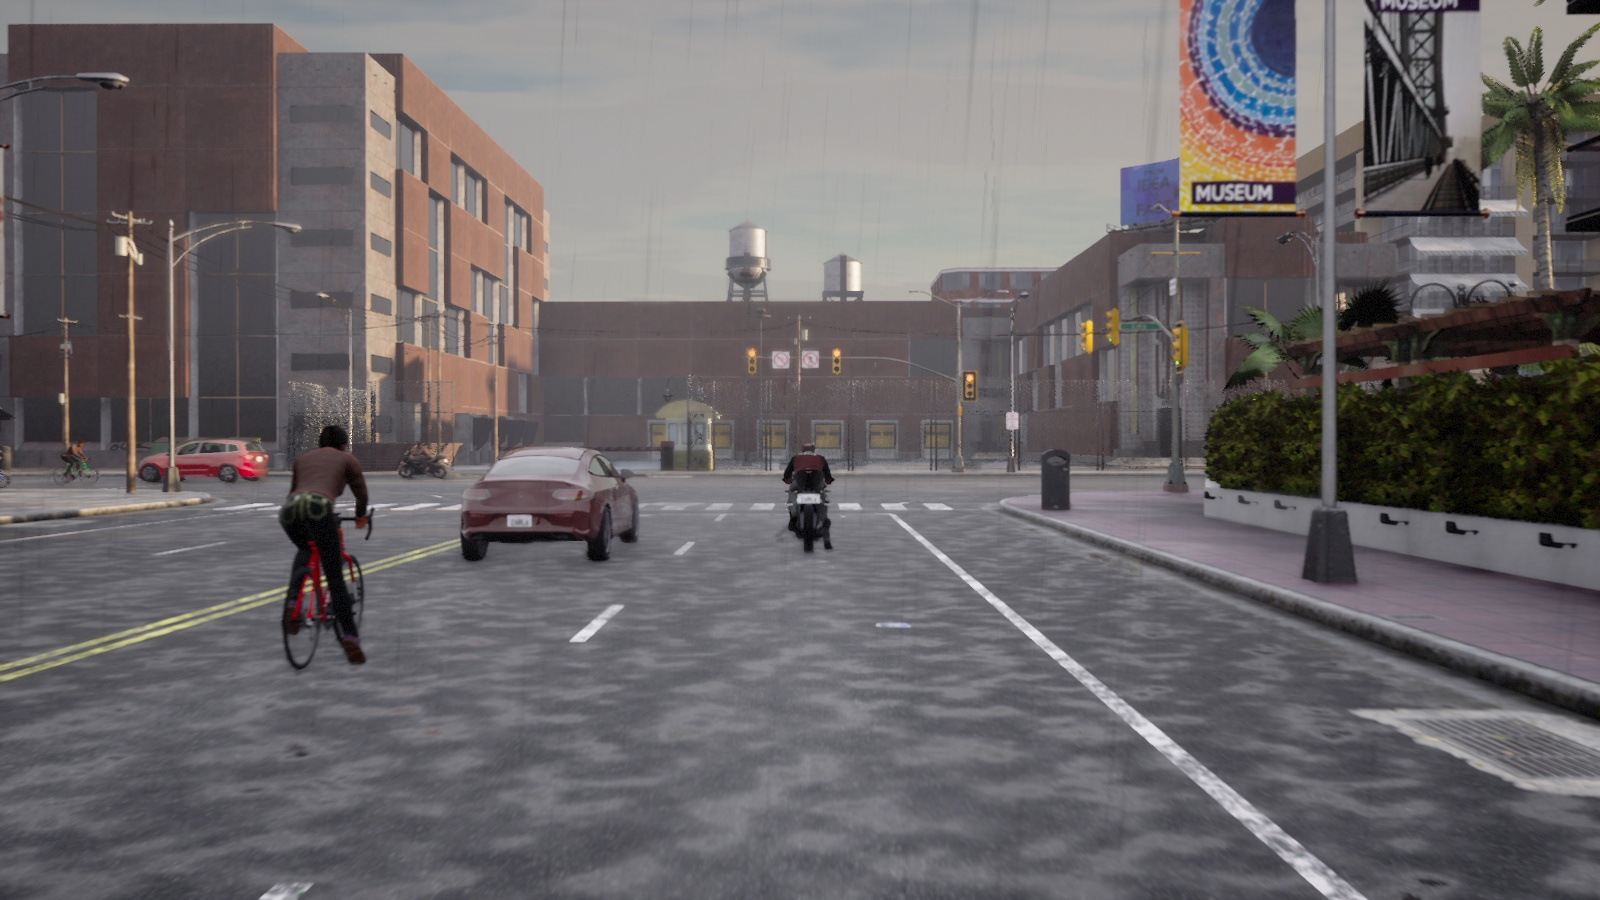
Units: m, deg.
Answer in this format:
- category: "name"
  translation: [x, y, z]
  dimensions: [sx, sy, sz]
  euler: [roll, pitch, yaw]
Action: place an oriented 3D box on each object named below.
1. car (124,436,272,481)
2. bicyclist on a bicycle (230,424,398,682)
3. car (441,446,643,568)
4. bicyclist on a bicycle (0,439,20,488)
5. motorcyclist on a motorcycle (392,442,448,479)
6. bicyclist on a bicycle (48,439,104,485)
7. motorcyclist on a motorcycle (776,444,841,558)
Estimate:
- category: "car"
  translation: [-22.990, 0.301, 48.086]
  dimensions: [4.611, 1.667, 2.242]
  euler: [0, 0, 1]
- category: "bicyclist on a bicycle"
  translation: [-3.321, 0.647, 8.725]
  dimensions: [0.582, 1.620, 1.656]
  euler: [0, 0, -2]
- category: "car"
  translation: [-3.371, 0.672, 17.318]
  dimensions: [1.812, 1.442, 4.674]
  euler: [0, 0, 0]
- category: "bicyclist on a bicycle"
  translation: [-26.597, 0.430, 41.149]
  dimensions: [1.509, 1.612, 0.866]
  euler: [1, 0, 1]
- category: "motorcyclist on a motorcycle"
  translation: [-15.576, 0.426, 51.479]
  dimensions: [2.044, 1.523, 0.797]
  euler: [0, 0, 1]
- category: "bicyclist on a bicycle"
  translation: [-25.714, 0.427, 44.630]
  dimensions: [1.656, 1.620, 0.582]
  euler: [0, 0, 1]
- category: "motorcyclist on a motorcycle"
  translation: [0.120, 0.681, 17.909]
  dimensions: [0.866, 1.530, 2.191]
  euler: [0, 0, 0]
